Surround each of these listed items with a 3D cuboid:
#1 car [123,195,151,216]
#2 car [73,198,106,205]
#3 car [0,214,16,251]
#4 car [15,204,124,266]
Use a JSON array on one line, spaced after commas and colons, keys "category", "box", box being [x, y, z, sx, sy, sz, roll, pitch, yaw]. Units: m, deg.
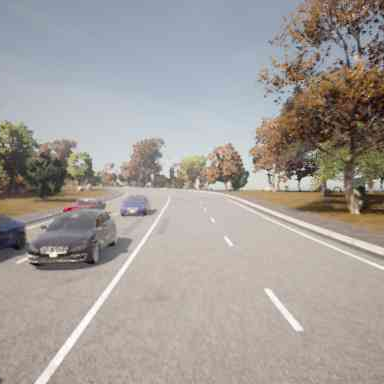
[{"category": "car", "box": [-4.162, 0.953, 25.175, 1.812, 1.442, 4.674, -1, 3, -1]}, {"category": "car", "box": [-7.637, 1.140, 24.137, 1.895, 1.301, 4.718, -1, 2, -1]}, {"category": "car", "box": [-7.327, 1.505, 11.277, 1.812, 1.442, 4.674, -1, 2, -1]}, {"category": "car", "box": [-3.831, 1.411, 11.452, 1.837, 1.490, 4.892, -1, 1, -1]}]
